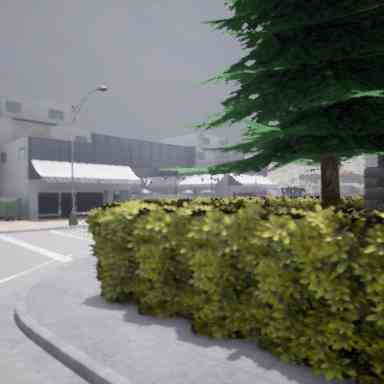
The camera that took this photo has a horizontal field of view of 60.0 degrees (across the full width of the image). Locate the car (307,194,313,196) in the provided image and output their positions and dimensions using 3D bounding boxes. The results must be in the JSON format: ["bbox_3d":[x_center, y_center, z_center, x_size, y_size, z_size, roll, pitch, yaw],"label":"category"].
[{"bbox_3d":[31.785,1.500,89.942,1.932,1.855,4.605,0,0,43],"label":"car"}]

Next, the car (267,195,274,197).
[{"bbox_3d":[17.615,1.524,79.393,2.152,1.636,5.027,0,0,43],"label":"car"}]
